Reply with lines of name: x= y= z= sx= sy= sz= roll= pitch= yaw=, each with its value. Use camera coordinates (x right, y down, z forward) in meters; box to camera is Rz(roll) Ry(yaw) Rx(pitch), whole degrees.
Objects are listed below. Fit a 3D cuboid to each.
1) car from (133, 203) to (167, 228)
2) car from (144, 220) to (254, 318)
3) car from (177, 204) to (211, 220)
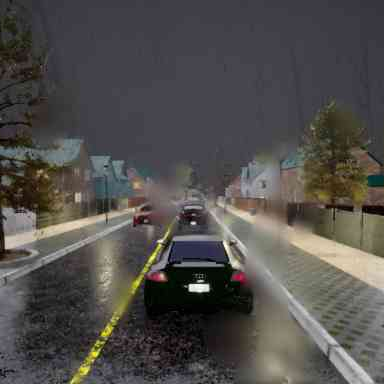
car: x=-2.777 y=1.498 z=22.681 sx=1.882 sy=1.535 sz=5.008 roll=0 pitch=0 yaw=0
car: x=0.117 y=1.563 z=7.537 sx=1.994 sy=1.385 sz=4.181 roll=0 pitch=0 yaw=0
car: x=0.108 y=1.522 z=21.214 sx=1.837 sy=1.490 sz=4.892 roll=0 pitch=0 yaw=1
